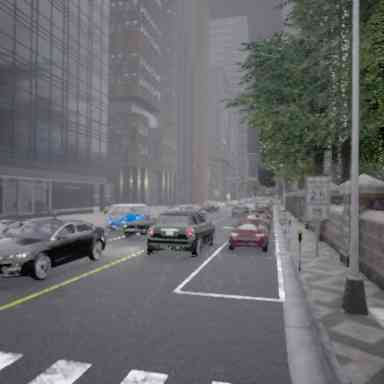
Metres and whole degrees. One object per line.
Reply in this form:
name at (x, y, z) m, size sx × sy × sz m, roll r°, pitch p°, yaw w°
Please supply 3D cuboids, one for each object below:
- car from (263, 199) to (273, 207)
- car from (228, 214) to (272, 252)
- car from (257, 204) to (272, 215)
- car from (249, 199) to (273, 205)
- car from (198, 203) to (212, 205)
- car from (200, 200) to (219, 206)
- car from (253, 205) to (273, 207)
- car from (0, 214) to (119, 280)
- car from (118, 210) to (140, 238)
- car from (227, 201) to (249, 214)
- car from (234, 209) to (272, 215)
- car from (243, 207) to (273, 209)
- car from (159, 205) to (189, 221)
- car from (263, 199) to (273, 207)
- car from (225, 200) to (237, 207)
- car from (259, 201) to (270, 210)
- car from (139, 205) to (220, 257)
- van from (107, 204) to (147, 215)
car at (19.524, 2.718, 85.285) m, size 2.192 × 1.841 × 5.009 m, roll 1°, pitch -1°, yaw 14°
car at (2.675, 1.915, 15.471) m, size 1.802 × 1.307 × 4.206 m, roll 0°, pitch -1°, yaw 14°
car at (10.452, 2.441, 47.695) m, size 1.887 × 1.381 × 4.507 m, roll 1°, pitch -1°, yaw 14°
car at (7.862, 2.043, 36.957) m, size 2.192 × 1.841 × 5.009 m, roll 0°, pitch -1°, yaw 14°
car at (0.041, 2.017, 29.523) m, size 2.128 × 1.511 × 4.902 m, roll 1°, pitch -1°, yaw 13°
car at (2.164, 2.138, 49.688) m, size 2.192 × 1.841 × 5.009 m, roll 0°, pitch -1°, yaw 14°
car at (6.563, 2.218, 31.583) m, size 1.802 × 1.307 × 4.206 m, roll 0°, pitch -1°, yaw 14°
car at (-4.522, 1.645, 10.613) m, size 2.128 × 1.511 × 4.902 m, roll 1°, pitch -1°, yaw 14°
car at (-2.351, 1.939, 19.615) m, size 1.895 × 1.301 × 4.718 m, roll 1°, pitch -1°, yaw 14°
car at (6.016, 2.250, 40.857) m, size 2.128 × 1.511 × 4.902 m, roll 0°, pitch -1°, yaw 14°
car at (3.972, 1.989, 20.841) m, size 2.008 × 1.369 × 4.403 m, roll 0°, pitch -1°, yaw 14°
car at (5.265, 2.106, 26.212) m, size 1.947 × 1.339 × 4.313 m, roll 0°, pitch -1°, yaw 14°
car at (-1.727, 2.108, 33.574) m, size 1.887 × 1.381 × 4.507 m, roll 0°, pitch -1°, yaw 14°
car at (18.228, 2.651, 79.915) m, size 2.192 × 1.841 × 5.009 m, roll 1°, pitch -1°, yaw 14°
car at (8.639, 2.744, 76.533) m, size 2.008 × 1.369 × 4.403 m, roll 1°, pitch -1°, yaw 14°
car at (14.280, 2.595, 65.323) m, size 1.801 × 1.575 × 5.366 m, roll 1°, pitch -1°, yaw 14°
car at (-0.322, 1.632, 14.650) m, size 2.097 × 1.767 × 4.553 m, roll 0°, pitch -1°, yaw 14°
van at (-4.317, 1.707, 22.836) m, size 1.690 × 1.788 × 3.998 m, roll 0°, pitch -1°, yaw 14°
